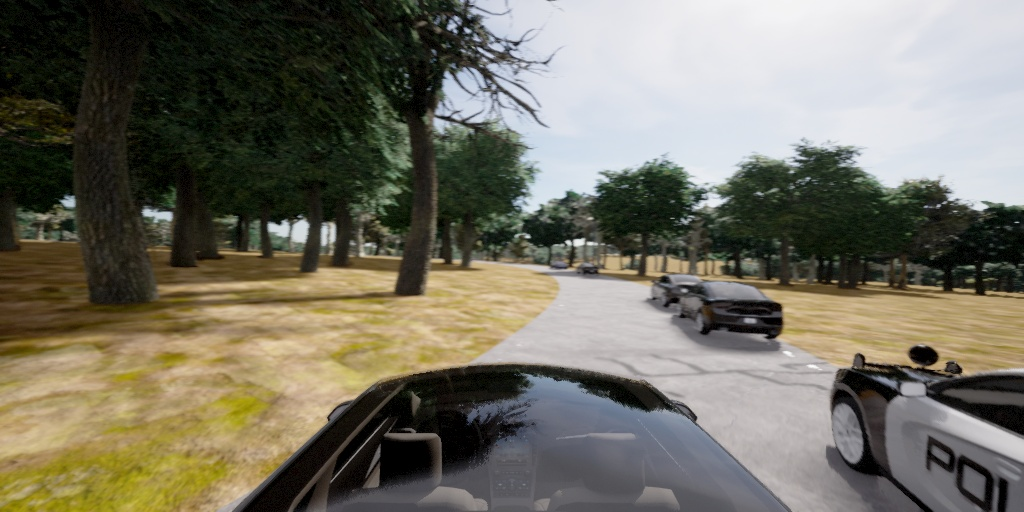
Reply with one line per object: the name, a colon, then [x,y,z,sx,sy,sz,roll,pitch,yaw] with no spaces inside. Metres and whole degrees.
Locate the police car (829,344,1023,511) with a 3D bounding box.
police car: [3.761,1.301,1.917,1.930,1.638,5.238,1,-1,20]

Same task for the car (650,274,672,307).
car: [8.078,1.629,17.553,1.837,1.490,4.892,1,0,11]

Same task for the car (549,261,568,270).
car: [7.545,1.509,58.378,1.994,1.385,4.181,2,0,-11]

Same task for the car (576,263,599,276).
car: [9.066,1.539,43.336,1.882,1.535,5.008,2,1,-2]

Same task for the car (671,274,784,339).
car: [6.718,1.536,11.576,1.882,1.535,5.008,1,0,14]
